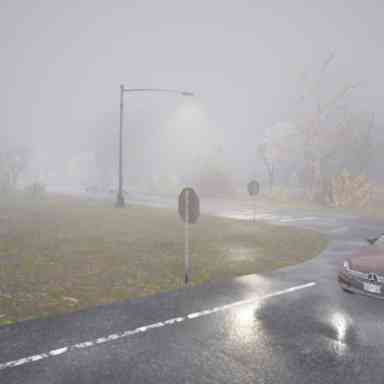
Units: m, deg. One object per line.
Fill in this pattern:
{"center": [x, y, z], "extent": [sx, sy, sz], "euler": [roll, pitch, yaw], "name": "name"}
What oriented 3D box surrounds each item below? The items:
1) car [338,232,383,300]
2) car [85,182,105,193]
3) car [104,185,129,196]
{"center": [5.286, 1.473, 7.626], "extent": [4.674, 1.442, 1.812], "euler": [-2, 2, -35], "name": "car"}
{"center": [-17.404, -0.839, 60.030], "extent": [2.150, 2.045, 5.566], "euler": [0, 2, -36], "name": "car"}
{"center": [-11.590, -0.138, 51.904], "extent": [1.895, 1.301, 4.718], "euler": [0, 2, -36], "name": "car"}
